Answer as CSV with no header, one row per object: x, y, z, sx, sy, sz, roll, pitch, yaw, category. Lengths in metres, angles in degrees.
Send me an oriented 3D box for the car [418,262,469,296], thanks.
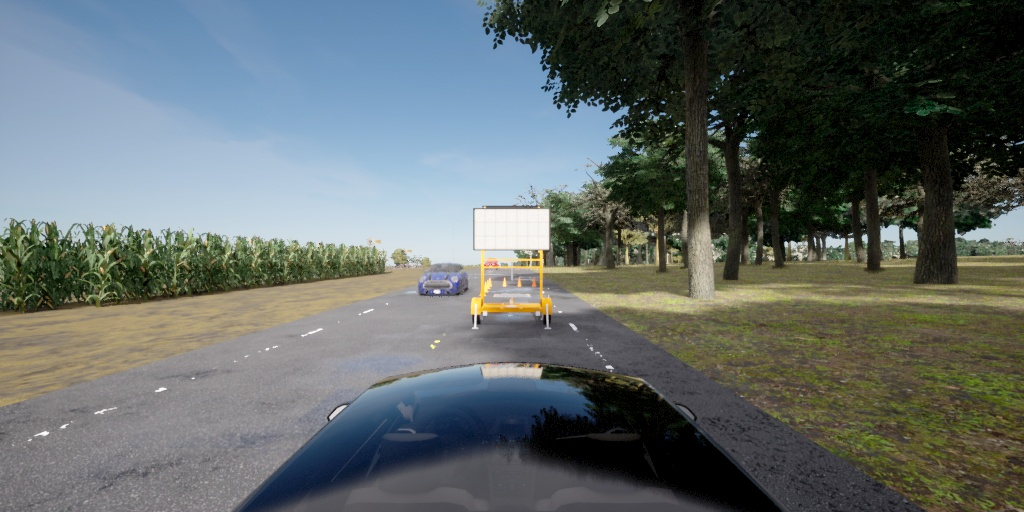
-3.608,1.142,19.521,2.097,1.767,4.553,0,0,0,car

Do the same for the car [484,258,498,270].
-3.525,1.302,60.348,2.150,2.045,5.566,0,-1,0,car

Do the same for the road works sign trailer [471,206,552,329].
-0.002,0.230,11.294,2.380,3.560,2.880,0,0,1,road works sign trailer
